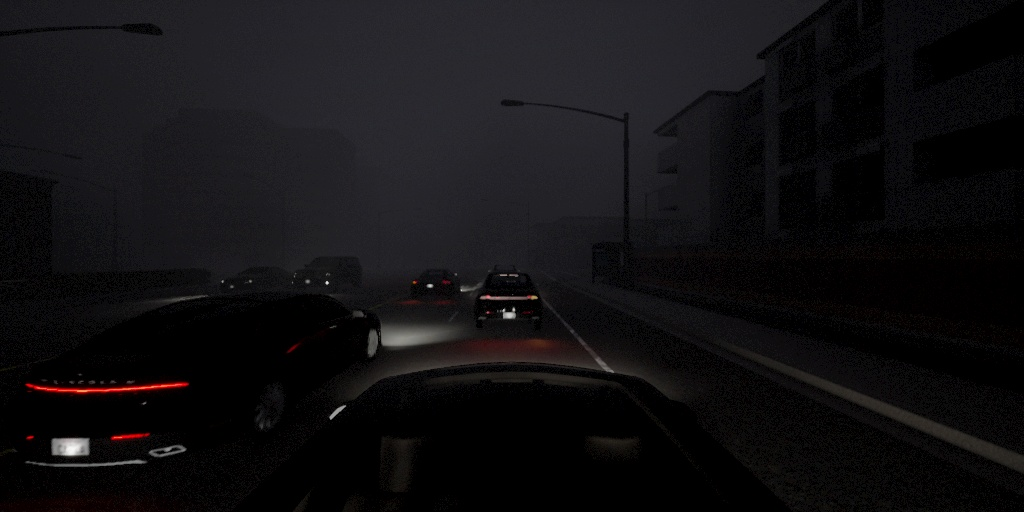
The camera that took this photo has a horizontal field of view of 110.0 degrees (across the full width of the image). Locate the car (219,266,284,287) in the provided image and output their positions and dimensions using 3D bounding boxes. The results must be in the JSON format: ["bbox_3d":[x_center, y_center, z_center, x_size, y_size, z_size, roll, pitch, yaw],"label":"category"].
[{"bbox_3d":[-14.500,1.324,20.794,1.812,1.442,4.674,0,0,-2],"label":"car"}]

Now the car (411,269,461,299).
[{"bbox_3d":[-3.832,1.355,18.552,1.994,1.385,4.181,0,0,-1],"label":"car"}]

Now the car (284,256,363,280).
[{"bbox_3d":[-11.028,1.019,21.926,2.150,2.045,5.566,0,0,-2],"label":"car"}]

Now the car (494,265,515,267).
[{"bbox_3d":[-0.488,1.295,22.768,2.128,1.511,4.902,0,0,-2],"label":"car"}]

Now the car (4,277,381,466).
[{"bbox_3d":[-3.534,1.265,5.287,1.837,1.490,4.892,0,0,0],"label":"car"}]

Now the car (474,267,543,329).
[{"bbox_3d":[-0.121,1.267,11.349,2.128,1.511,4.902,0,0,-1],"label":"car"}]
